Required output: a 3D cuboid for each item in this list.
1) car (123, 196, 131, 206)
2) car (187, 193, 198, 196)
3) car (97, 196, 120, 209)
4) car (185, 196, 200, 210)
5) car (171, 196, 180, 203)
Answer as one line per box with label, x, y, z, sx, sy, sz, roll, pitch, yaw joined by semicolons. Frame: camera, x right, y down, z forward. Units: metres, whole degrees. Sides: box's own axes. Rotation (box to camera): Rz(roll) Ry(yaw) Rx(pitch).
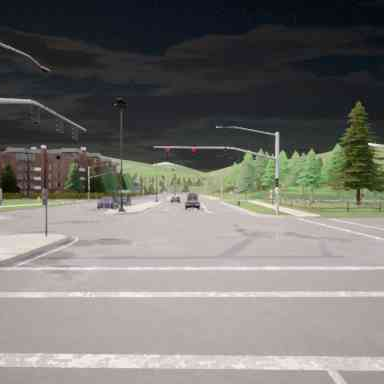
car;-11.466;1.505;55.931;1.837;1.490;4.892;0;0;1
car;0.097;1.221;68.969;2.150;2.045;5.566;0;0;0
car;-11.490;1.352;45.661;2.097;1.767;4.553;0;0;1
car;0.061;1.601;43.533;1.895;1.301;4.718;0;0;0
car;-3.403;1.491;68.942;2.128;1.511;4.902;0;0;0
